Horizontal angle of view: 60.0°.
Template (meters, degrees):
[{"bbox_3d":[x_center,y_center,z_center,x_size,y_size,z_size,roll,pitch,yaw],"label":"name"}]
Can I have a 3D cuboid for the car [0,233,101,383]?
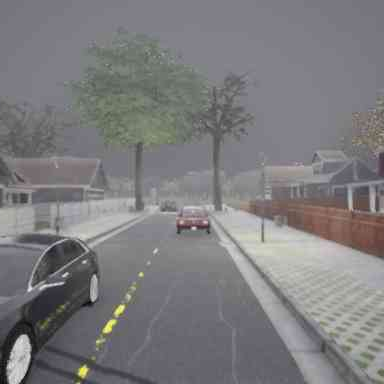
[{"bbox_3d":[-2.847,1.508,5.247,1.837,1.490,4.892,0,0,0],"label":"car"}]

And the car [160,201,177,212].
[{"bbox_3d":[-2.831,1.778,41.426,1.994,1.385,4.181,0,-1,0],"label":"car"}]

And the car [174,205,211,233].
[{"bbox_3d":[0.095,1.640,19.678,1.895,1.301,4.718,0,0,0],"label":"car"}]

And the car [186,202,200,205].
[{"bbox_3d":[0.100,1.764,36.753,1.895,1.301,4.718,0,-1,0],"label":"car"}]
